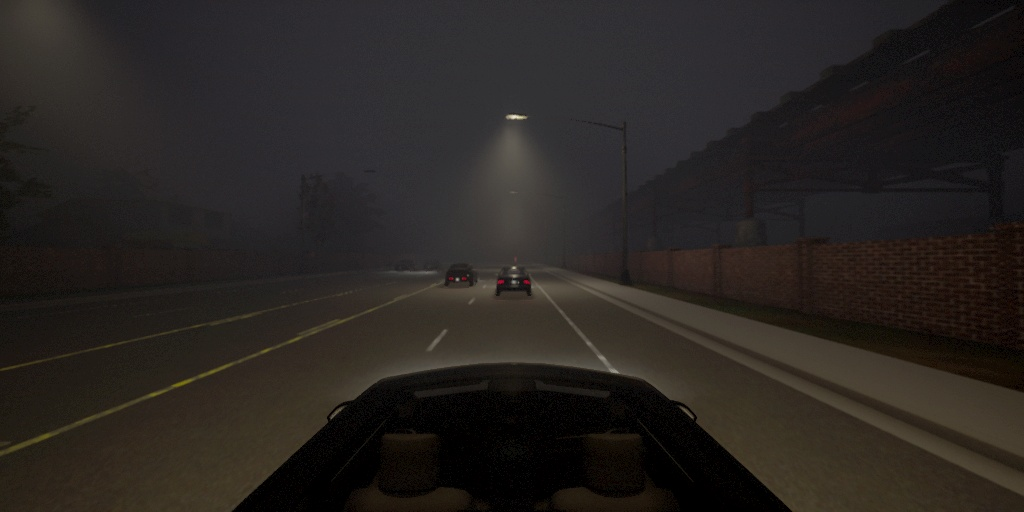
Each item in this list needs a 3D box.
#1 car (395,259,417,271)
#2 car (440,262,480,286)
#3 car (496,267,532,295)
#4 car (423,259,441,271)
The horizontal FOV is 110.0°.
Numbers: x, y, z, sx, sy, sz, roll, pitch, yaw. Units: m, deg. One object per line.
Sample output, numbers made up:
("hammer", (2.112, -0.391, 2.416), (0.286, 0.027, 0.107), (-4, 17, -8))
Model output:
("car", (-14.081, 1.206, 47.657), (1.837, 1.490, 4.892), (0, 0, 0))
("car", (-3.416, 1.230, 24.904), (1.837, 1.490, 4.892), (0, 0, 0))
("car", (0.083, 1.278, 19.458), (2.033, 1.411, 5.357), (0, 0, 0))
("car", (-10.590, 1.194, 48.116), (2.128, 1.511, 4.902), (0, 0, 0))
